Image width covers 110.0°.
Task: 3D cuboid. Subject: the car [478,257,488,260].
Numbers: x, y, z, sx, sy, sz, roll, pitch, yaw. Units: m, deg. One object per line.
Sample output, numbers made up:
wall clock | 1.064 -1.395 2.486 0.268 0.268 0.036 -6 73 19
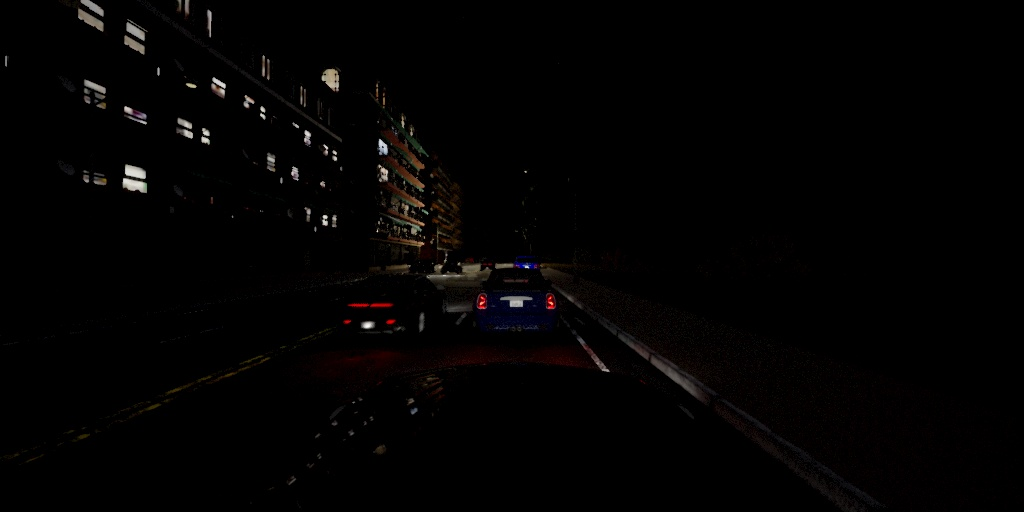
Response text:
car | -3.127 1.251 47.831 1.837 1.490 4.892 0 -1 0

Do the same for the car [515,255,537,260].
car | 1.152 0.977 30.209 2.150 2.045 5.566 0 0 0

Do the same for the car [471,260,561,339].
car | 0.105 1.103 10.256 2.097 1.767 4.553 0 0 0

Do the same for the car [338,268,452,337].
car | -3.146 1.256 10.251 1.837 1.490 4.892 0 0 0

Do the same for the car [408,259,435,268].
car | -9.833 1.103 39.281 2.097 1.767 4.553 0 0 0

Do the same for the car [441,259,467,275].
car | -6.581 1.298 39.633 2.033 1.411 5.357 0 0 0
